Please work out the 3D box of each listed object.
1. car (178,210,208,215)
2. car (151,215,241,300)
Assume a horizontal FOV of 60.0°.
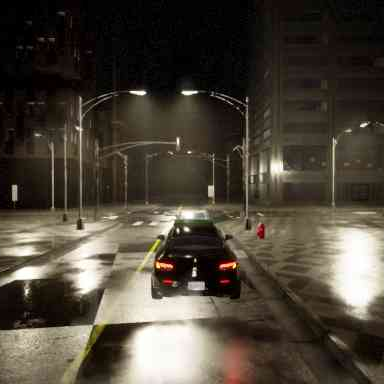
[{"bbox_3d":[0.059,1.594,17.307,1.895,1.301,4.718,0,0,0],"label":"car"},{"bbox_3d":[0.077,1.523,8.282,1.812,1.442,4.674,0,0,0],"label":"car"}]
